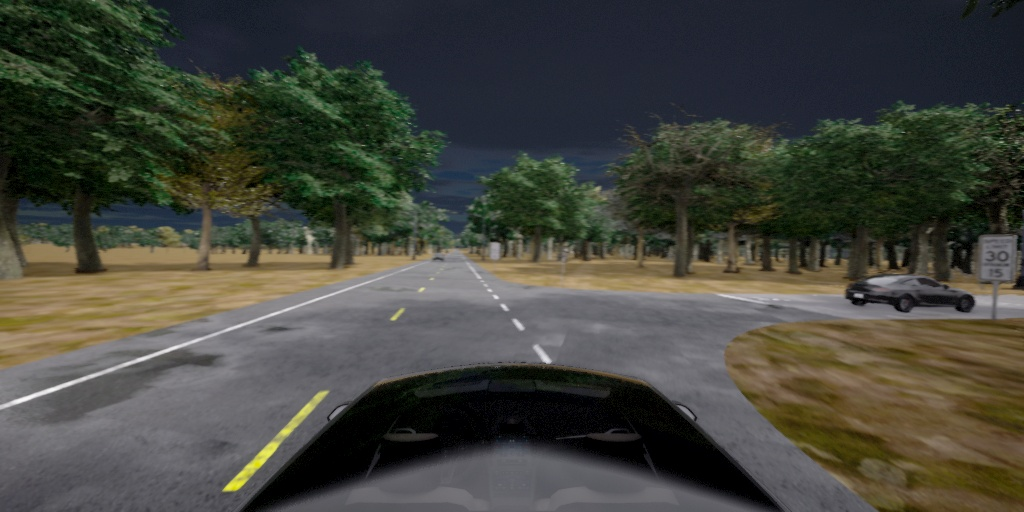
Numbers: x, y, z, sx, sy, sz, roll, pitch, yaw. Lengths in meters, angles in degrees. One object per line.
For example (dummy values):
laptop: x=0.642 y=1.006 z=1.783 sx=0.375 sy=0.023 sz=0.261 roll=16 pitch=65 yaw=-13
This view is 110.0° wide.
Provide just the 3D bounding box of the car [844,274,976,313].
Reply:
car: x=16.337 y=1.481 z=14.849 sx=4.674 sy=1.442 sz=1.812 roll=1 pitch=1 yaw=-8
